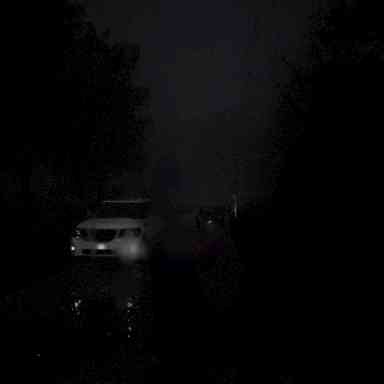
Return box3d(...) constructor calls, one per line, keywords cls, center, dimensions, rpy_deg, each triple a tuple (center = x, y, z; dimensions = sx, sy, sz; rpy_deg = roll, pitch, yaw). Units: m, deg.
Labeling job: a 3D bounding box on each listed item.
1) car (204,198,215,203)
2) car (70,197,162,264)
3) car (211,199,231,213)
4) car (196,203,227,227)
box3d(cls="car", center=(3.136, 1.802, 53.480), dimensions=(1.837, 1.490, 4.892), rpy_deg=(2, 1, 12))
box3d(cls="car", center=(-2.448, 1.229, 12.262), dimensions=(2.150, 2.045, 5.566), rpy_deg=(0, 0, 3))
box3d(cls="car", center=(3.837, 1.932, 41.794), dimensions=(1.895, 1.301, 4.718), rpy_deg=(0, 0, 10))
box3d(cls="car", center=(1.380, 1.702, 23.637), dimensions=(1.895, 1.301, 4.718), rpy_deg=(0, -1, 5))
